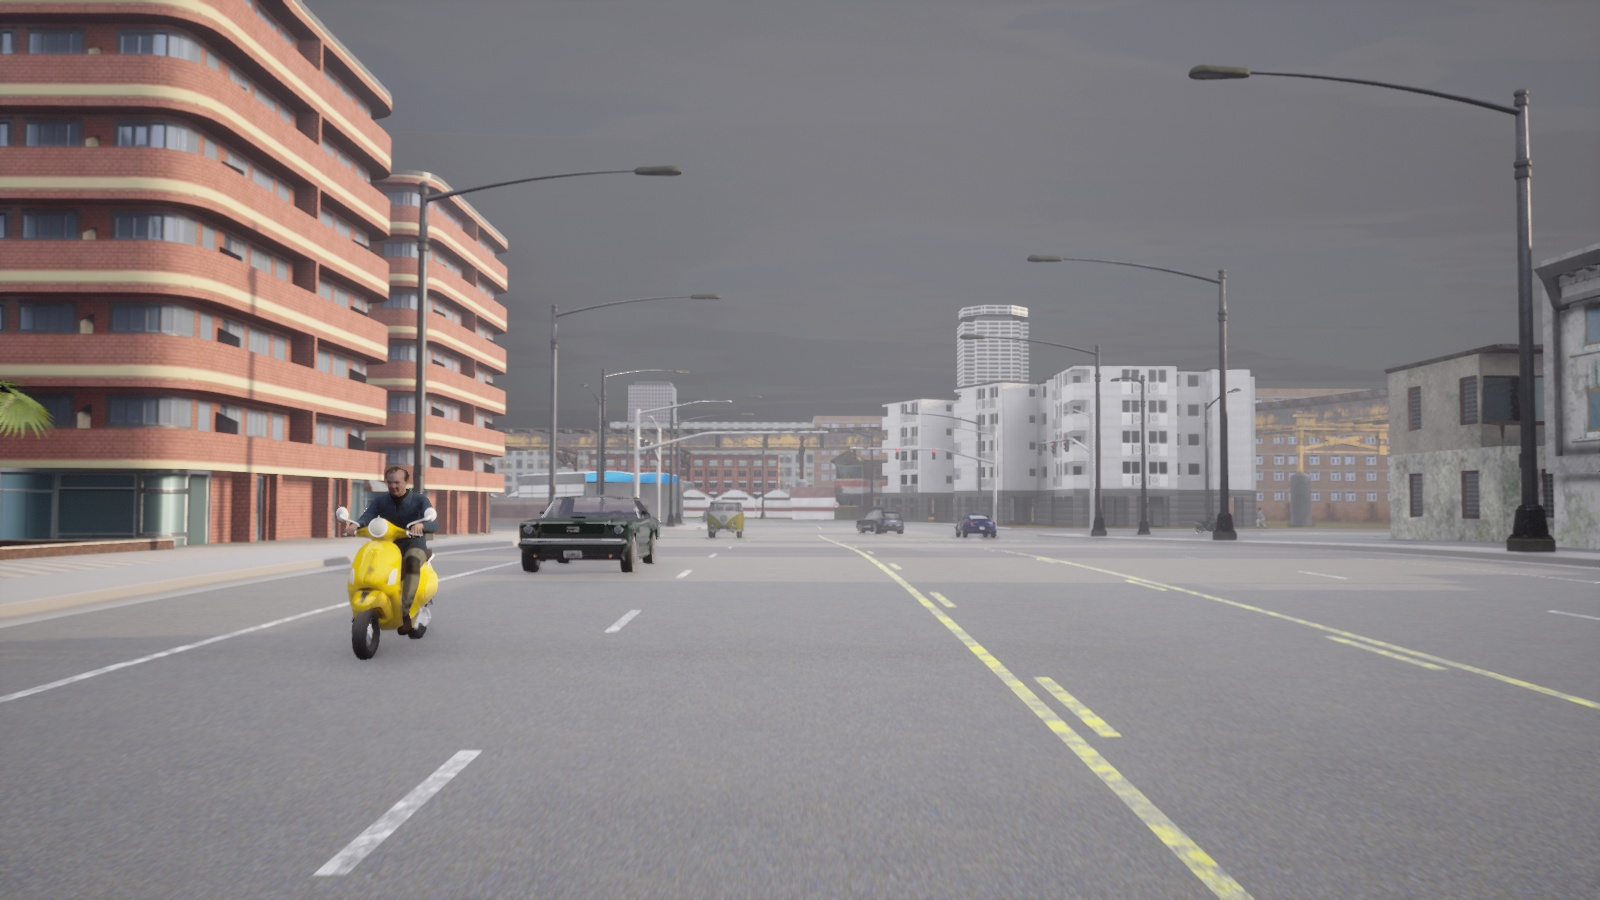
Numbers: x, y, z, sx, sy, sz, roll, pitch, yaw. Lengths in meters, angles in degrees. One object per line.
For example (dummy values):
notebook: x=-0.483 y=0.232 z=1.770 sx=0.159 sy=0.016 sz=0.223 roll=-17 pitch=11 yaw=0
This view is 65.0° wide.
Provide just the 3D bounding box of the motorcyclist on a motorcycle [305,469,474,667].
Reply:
motorcyclist on a motorcycle: x=-3.535 y=0.967 z=11.001 sx=0.866 sy=1.590 sz=1.817 roll=0 pitch=-1 yaw=0

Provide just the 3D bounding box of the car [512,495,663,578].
car: x=-3.619 y=1.464 z=22.263 sx=1.895 sy=1.301 sz=4.718 roll=0 pitch=-2 yaw=0

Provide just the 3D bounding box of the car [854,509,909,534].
car: x=5.457 y=4.798 z=85.020 sx=2.033 sy=1.649 sz=4.856 roll=1 pitch=-3 yaw=-18

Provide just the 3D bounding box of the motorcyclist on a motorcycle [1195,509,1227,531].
motorcyclist on a motorcycle: x=29.412 y=5.008 z=89.873 sx=2.044 sy=1.523 sz=0.797 roll=0 pitch=-2 yaw=-2

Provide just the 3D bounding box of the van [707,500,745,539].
van: x=-3.831 y=3.627 z=65.638 sx=1.775 sy=1.987 sz=4.442 roll=0 pitch=-3 yaw=0

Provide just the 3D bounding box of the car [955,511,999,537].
car: x=10.143 y=4.229 z=72.258 sx=1.812 sy=1.442 sz=4.674 roll=0 pitch=-3 yaw=-1
